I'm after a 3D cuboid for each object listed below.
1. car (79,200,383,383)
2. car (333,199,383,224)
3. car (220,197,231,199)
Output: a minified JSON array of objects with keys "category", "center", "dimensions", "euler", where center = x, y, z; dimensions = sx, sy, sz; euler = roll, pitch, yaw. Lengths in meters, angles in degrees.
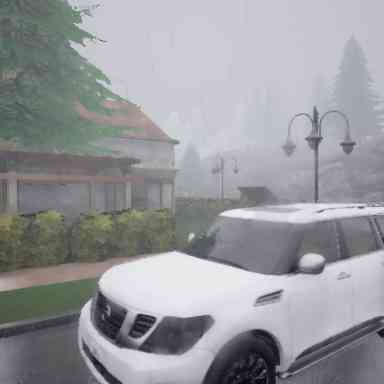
[{"category":"car","center":[1.307,1.221,4.901],"dimensions":[5.566,2.045,2.150],"euler":[0,0,-35]},{"category":"car","center":[12.577,1.328,23.019],"dimensions":[2.128,1.511,4.902],"euler":[0,0,-32]},{"category":"car","center":[3.759,1.342,35.631],"dimensions":[1.837,1.490,4.892],"euler":[0,0,-35]}]
